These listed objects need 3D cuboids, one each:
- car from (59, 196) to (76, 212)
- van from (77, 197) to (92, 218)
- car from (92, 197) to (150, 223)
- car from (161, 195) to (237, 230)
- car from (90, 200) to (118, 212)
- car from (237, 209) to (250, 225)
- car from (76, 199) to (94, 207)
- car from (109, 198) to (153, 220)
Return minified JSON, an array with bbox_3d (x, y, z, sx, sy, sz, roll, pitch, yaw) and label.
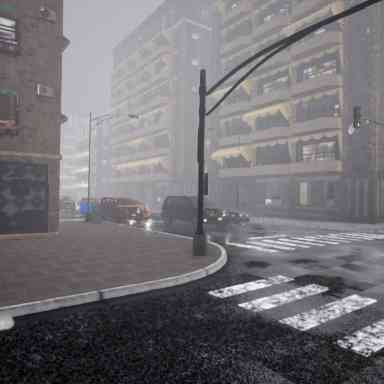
[{"bbox_3d":[-15.234,1.368,39.094,2.192,1.841,5.009,1,-1,-35],"label":"car"},{"bbox_3d":[-8.775,1.354,30.003,1.690,1.788,3.998,1,-1,-35],"label":"van"},{"bbox_3d":[-5.545,1.310,25.458,2.192,1.841,5.009,1,-1,-35],"label":"car"},{"bbox_3d":[0.046,1.249,21.846,2.150,2.045,5.566,1,-1,-36],"label":"car"},{"bbox_3d":[-11.435,1.772,43.090,1.895,1.301,4.718,1,-1,-35],"label":"car"},{"bbox_3d":[1.840,1.640,24.410,2.033,1.411,5.357,1,-1,-35],"label":"car"},{"bbox_3d":[-18.504,1.867,57.290,1.802,1.307,4.206,1,-1,-35],"label":"car"},{"bbox_3d":[-5.524,1.410,29.693,2.097,1.767,4.553,1,-1,-35],"label":"car"}]
